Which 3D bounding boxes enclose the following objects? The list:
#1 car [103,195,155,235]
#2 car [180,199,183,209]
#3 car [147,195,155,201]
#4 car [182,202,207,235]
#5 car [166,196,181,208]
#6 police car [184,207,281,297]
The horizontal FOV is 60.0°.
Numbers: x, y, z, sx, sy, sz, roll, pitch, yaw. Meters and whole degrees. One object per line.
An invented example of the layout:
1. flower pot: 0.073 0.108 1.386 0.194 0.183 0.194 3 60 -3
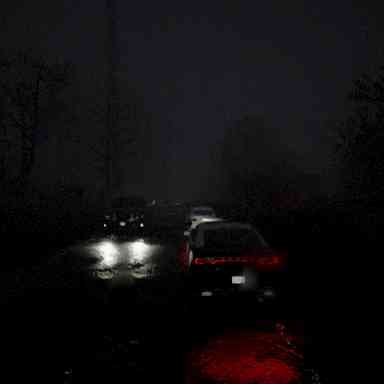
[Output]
1. car: -3.529 1.220 19.153 2.150 2.045 5.566 0 0 -2
2. car: 0.243 1.502 24.699 1.837 1.490 4.892 0 0 -3
3. car: -10.467 1.520 84.175 1.837 1.490 4.892 0 0 -10
4. car: 0.519 1.523 18.676 1.812 1.442 4.674 0 0 -2
5. car: -2.273 1.476 47.033 1.882 1.535 5.008 0 0 -5
6. police car: 0.813 1.424 8.742 1.930 1.638 5.238 0 0 -1
